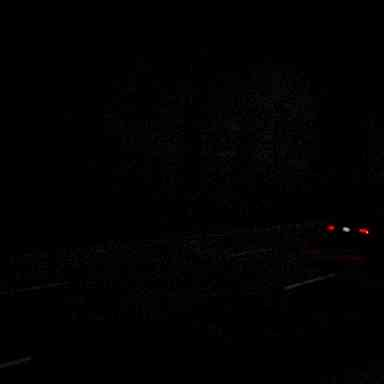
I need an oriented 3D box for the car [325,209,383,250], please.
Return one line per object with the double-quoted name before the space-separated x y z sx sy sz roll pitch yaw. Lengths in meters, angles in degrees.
"car" 7.648 1.381 13.501 5.357 1.411 2.033 -1 0 -35
